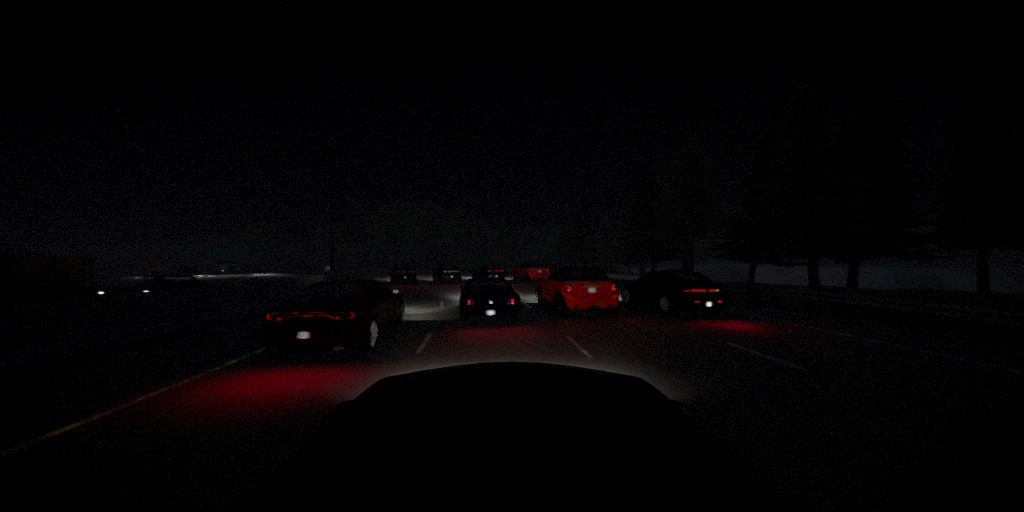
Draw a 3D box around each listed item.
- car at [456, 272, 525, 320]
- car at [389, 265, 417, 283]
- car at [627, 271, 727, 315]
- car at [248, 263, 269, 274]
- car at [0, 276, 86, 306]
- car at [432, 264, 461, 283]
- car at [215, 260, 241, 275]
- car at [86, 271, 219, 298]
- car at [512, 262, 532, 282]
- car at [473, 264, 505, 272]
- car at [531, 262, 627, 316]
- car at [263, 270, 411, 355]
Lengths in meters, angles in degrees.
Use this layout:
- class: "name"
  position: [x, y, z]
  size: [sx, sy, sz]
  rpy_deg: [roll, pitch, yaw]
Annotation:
- class: "car"
  position: [-0.937, 1.427, 12.970]
  size: [1.895, 1.301, 4.718]
  rpy_deg: [0, 0, -8]
- class: "car"
  position: [-9.186, 1.476, 30.196]
  size: [2.128, 1.511, 4.902]
  rpy_deg: [0, 0, -21]
- class: "car"
  position: [5.942, 1.295, 13.793]
  size: [1.837, 1.490, 4.892]
  rpy_deg: [0, 0, -8]
- class: "car"
  position: [-37.046, 1.781, 52.286]
  size: [4.902, 1.511, 2.128]
  rpy_deg: [-1, -1, 43]
- class: "car"
  position: [-19.003, 1.543, 14.031]
  size: [1.895, 1.301, 4.718]
  rpy_deg: [0, 0, -12]
- class: "car"
  position: [-5.622, 1.458, 30.660]
  size: [2.128, 1.511, 4.902]
  rpy_deg: [0, 0, -21]
- class: "car"
  position: [-39.448, 1.533, 49.758]
  size: [5.566, 2.045, 2.150]
  rpy_deg: [-1, -1, 43]
- class: "car"
  position: [-15.951, 1.539, 16.354]
  size: [1.895, 1.301, 4.718]
  rpy_deg: [0, 0, -13]
- class: "car"
  position: [1.563, 1.279, 31.303]
  size: [2.097, 1.767, 4.553]
  rpy_deg: [0, 0, -19]
- class: "car"
  position: [-2.082, 1.439, 31.115]
  size: [2.128, 1.511, 4.902]
  rpy_deg: [0, 0, -20]
- class: "car"
  position: [2.352, 1.165, 13.990]
  size: [2.097, 1.767, 4.553]
  rpy_deg: [0, 0, -8]
- class: "car"
  position: [-4.048, 1.298, 9.038]
  size: [1.882, 1.535, 5.008]
  rpy_deg: [0, 0, -5]
